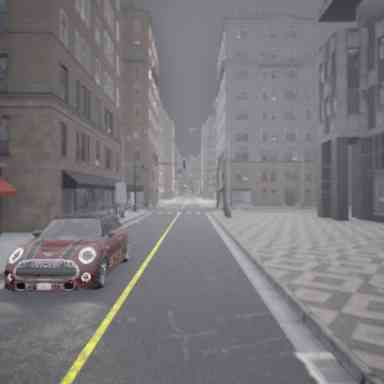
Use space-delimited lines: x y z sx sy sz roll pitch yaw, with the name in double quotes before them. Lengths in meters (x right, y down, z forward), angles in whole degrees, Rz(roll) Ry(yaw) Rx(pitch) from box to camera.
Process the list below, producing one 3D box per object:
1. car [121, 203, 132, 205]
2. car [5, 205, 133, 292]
"car" -10.393 1.704 44.296 4.902 1.511 2.128 1 0 0
"car" -3.096 1.402 9.228 2.097 1.767 4.553 0 0 0
